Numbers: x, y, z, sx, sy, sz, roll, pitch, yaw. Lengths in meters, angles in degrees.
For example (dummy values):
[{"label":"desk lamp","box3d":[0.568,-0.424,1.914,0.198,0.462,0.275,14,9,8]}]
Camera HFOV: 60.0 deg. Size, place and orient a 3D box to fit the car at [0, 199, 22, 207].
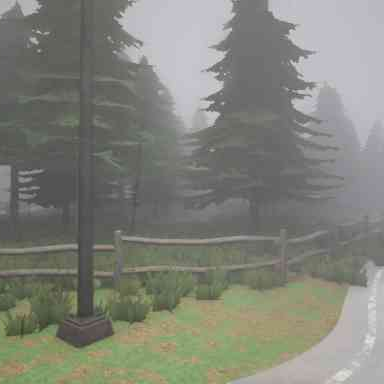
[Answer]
[{"label":"car","box3d":[-19.221,1.445,35.347,2.128,1.511,4.902,0,0,4]}]
